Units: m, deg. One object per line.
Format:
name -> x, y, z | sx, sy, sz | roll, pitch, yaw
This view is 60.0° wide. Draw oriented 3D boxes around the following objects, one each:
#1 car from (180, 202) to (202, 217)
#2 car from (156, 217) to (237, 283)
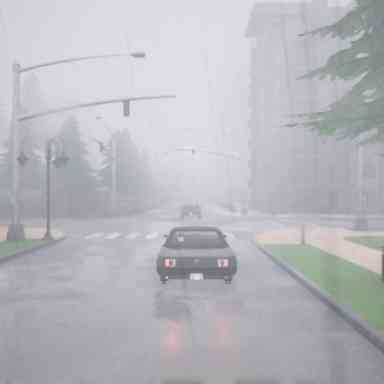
car -> -0.095, 1.700, 32.064 | 1.837, 1.490, 4.892 | 0, -1, 0
car -> 0.101, 1.655, 9.813 | 1.895, 1.301, 4.718 | 0, 0, 0
